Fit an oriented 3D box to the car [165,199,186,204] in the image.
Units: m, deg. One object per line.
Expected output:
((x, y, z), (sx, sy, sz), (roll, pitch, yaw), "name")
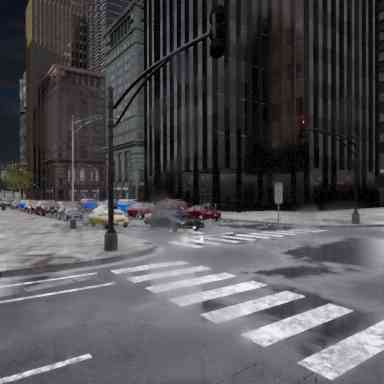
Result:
((-2.258, 1.668, 33.649), (2.192, 1.841, 5.009), (-1, 0, -35), "car")

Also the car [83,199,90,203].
((-18.005, 2.173, 51.212), (2.128, 1.511, 4.902), (0, 0, -35), "car")

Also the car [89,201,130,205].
((-7.886, 1.924, 31.461), (1.812, 1.442, 4.674), (0, 0, -35), "car")

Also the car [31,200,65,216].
((-17.585, 1.900, 40.519), (2.192, 1.841, 5.009), (-1, 0, -35), "car")

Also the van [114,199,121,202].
((-8.131, 1.832, 41.957), (1.690, 1.788, 3.998), (-1, 0, -35), "van")

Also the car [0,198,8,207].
((-41.134, 2.666, 73.761), (1.887, 1.381, 4.507), (-1, 0, -35), "car")

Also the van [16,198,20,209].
((-26.058, 2.122, 52.479), (1.690, 1.788, 3.998), (-1, 0, -35), "van")

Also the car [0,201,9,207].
((-44.242, 2.770, 78.148), (1.802, 1.307, 4.206), (-1, 0, -35), "car")

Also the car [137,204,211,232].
((-1.366, 1.791, 22.203), (2.033, 1.411, 5.357), (0, -1, -35), "car")

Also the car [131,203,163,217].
((-5.189, 2.004, 37.803), (1.802, 1.307, 4.206), (-1, 0, -35), "car")

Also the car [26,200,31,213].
((-20.405, 2.195, 44.506), (1.887, 1.381, 4.507), (-1, 0, -35), "car")

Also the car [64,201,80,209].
((-22.551, 2.406, 62.282), (1.802, 1.307, 4.206), (-1, 0, -35), "car")

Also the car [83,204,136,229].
((-6.183, 1.843, 24.435), (1.752, 1.417, 4.829), (-1, 0, -35), "car")

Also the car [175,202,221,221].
((0.683, 1.828, 29.495), (1.887, 1.381, 4.507), (-1, 0, -35), "car")

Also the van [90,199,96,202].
((-16.940, 2.037, 54.419), (1.690, 1.788, 3.998), (-1, 0, -35), "van")

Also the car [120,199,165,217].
((-4.941, 1.729, 32.821), (2.097, 1.767, 4.553), (0, -1, -35), "car")

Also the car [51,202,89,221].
((-11.930, 2.004, 32.546), (2.008, 1.369, 4.403), (-1, 0, -35), "car")

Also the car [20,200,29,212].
((-23.231, 2.156, 48.492), (1.967, 1.590, 4.097), (-1, 0, -35), "car")

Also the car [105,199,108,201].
((-11.067, 1.875, 46.111), (2.192, 1.841, 5.009), (-1, 0, -35), "car")

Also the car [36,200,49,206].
((-37.590, 2.709, 83.505), (2.008, 1.369, 4.403), (-1, 0, -35), "car")

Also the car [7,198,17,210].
((-31.809, 2.353, 60.597), (1.967, 1.590, 4.097), (-1, 0, -35), "car")

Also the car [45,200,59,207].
((-31.574, 2.594, 75.015), (1.947, 1.339, 4.313), (-1, 0, -35), "car")

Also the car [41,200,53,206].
((-34.583, 2.659, 79.261), (1.947, 1.339, 4.313), (-1, 0, -35), "car")

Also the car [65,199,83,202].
((-16.350, 1.948, 43.446), (2.097, 1.767, 4.553), (0, -1, -35), "car")
